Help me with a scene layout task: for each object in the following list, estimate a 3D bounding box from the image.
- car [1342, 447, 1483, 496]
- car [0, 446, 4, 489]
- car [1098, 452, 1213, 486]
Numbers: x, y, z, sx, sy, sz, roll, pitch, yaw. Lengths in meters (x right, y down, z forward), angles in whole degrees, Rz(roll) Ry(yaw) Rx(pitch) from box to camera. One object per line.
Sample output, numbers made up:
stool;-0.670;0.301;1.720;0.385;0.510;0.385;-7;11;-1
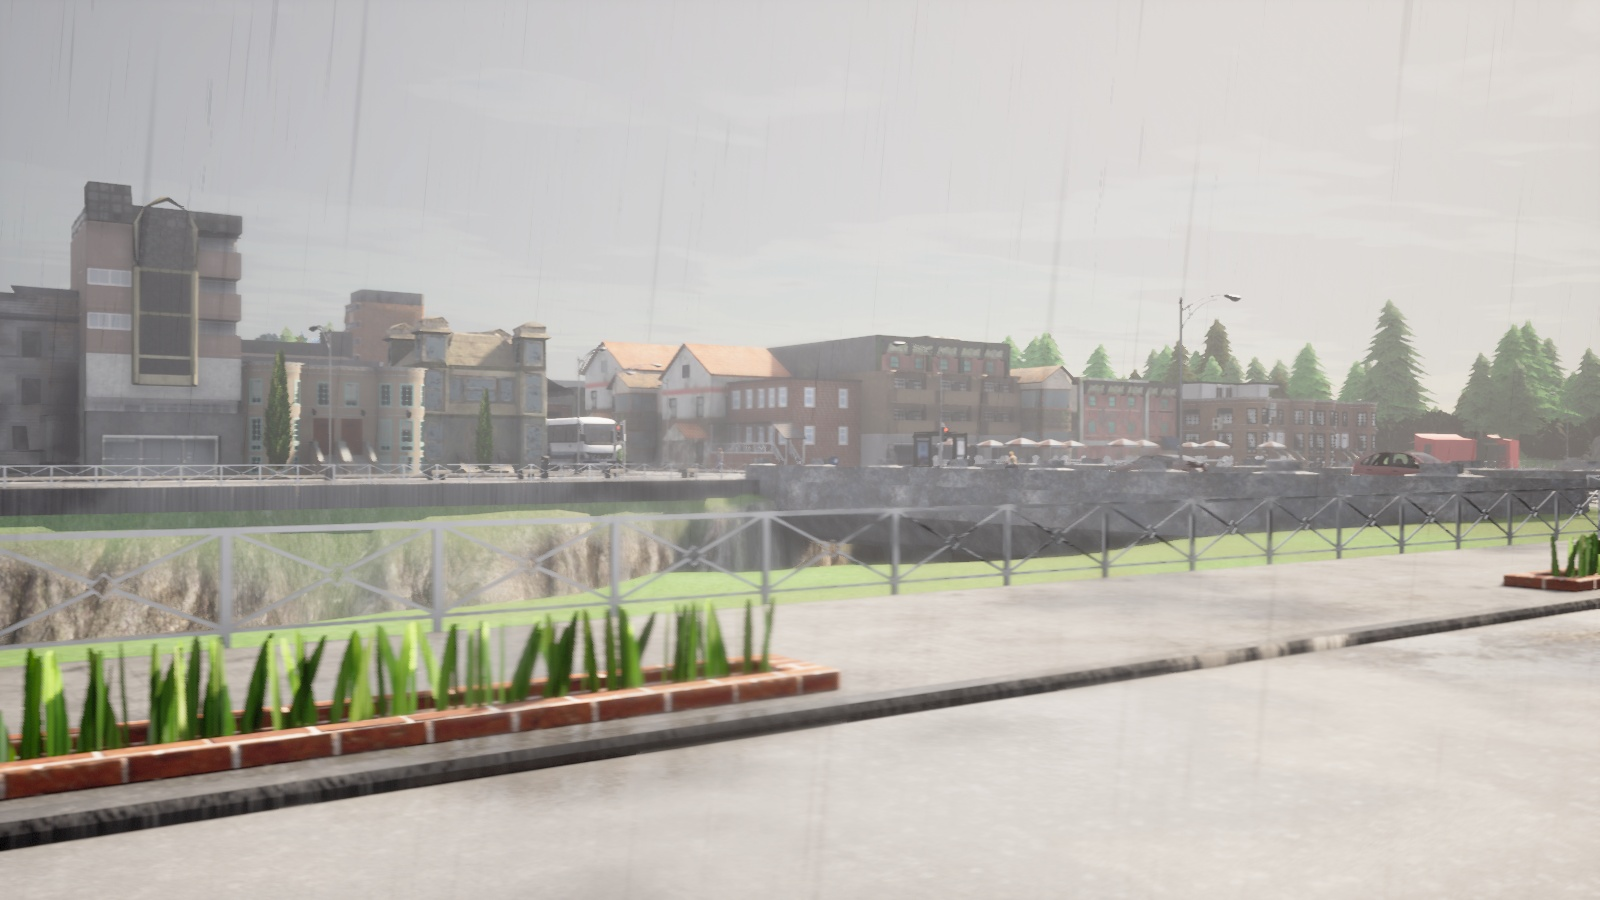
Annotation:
car;21.098;0.705;43.391;1.851;1.617;3.988;0;0;-35
car;-36.874;0.771;53.795;4.605;1.855;1.932;0;0;-35
car;16.201;0.851;57.415;2.163;1.488;4.792;0;0;-35
